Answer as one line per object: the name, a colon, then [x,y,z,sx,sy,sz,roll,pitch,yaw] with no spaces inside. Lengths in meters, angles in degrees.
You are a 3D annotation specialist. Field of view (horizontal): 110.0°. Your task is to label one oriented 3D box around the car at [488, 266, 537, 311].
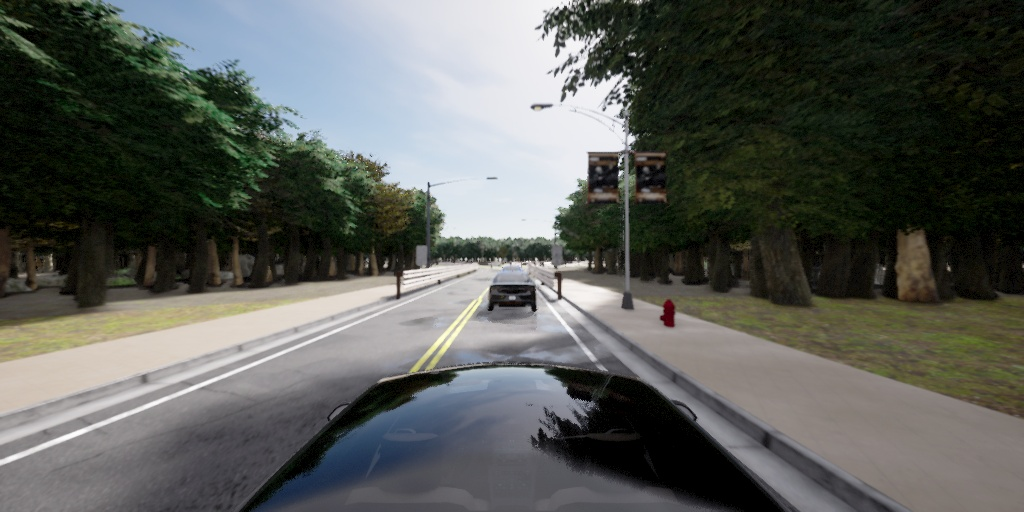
car: [0.032,1.368,15.365,1.882,1.535,5.008,0,0,0]
